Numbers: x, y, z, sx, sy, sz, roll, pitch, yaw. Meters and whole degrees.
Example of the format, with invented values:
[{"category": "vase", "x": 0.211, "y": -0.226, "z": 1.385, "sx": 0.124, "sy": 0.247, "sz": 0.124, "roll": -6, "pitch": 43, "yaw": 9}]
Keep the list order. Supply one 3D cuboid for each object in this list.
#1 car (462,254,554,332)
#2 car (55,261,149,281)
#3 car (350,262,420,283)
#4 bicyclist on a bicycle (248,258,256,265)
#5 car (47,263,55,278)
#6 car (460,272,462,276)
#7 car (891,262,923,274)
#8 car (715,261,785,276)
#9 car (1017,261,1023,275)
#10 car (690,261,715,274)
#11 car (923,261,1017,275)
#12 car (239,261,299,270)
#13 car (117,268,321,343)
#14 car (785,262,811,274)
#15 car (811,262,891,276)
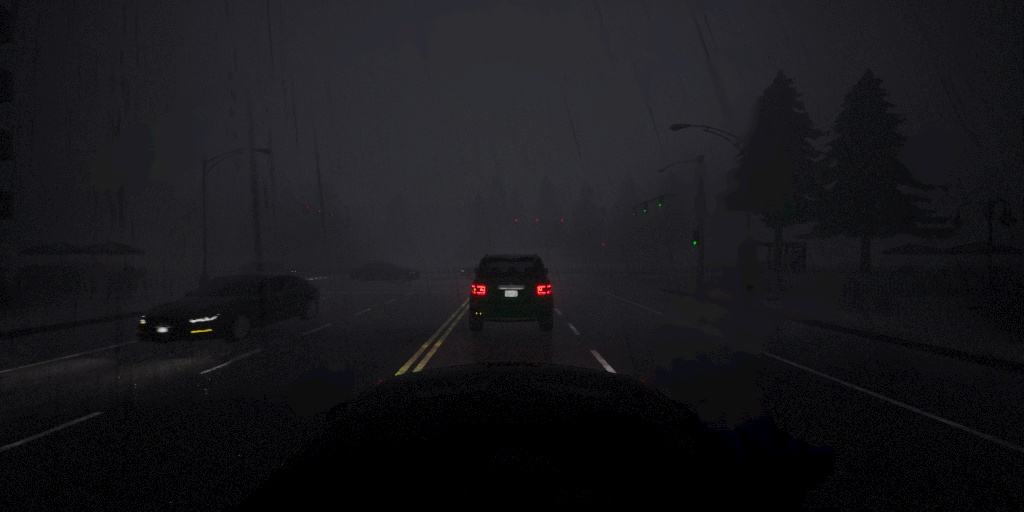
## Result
[{"category": "car", "x": -0.018, "y": 0.971, "z": 11.060, "sx": 2.150, "sy": 2.045, "sz": 5.566, "roll": 0, "pitch": 0, "yaw": 0}, {"category": "car", "x": -30.412, "y": 1.172, "z": 26.978, "sx": 5.008, "sy": 1.535, "sz": 1.882, "roll": 0, "pitch": 0, "yaw": -2}, {"category": "car", "x": -9.589, "y": 1.207, "z": 27.261, "sx": 5.008, "sy": 1.535, "sz": 1.882, "roll": 0, "pitch": 0, "yaw": -1}, {"category": "bicyclist on a bicycle", "x": -30.088, "y": 0.995, "z": 41.582, "sx": 0.582, "sy": 1.620, "sz": 1.656, "roll": 0, "pitch": 0, "yaw": 0}, {"category": "car", "x": -36.337, "y": 1.199, "z": 30.195, "sx": 4.892, "sy": 1.490, "sz": 1.837, "roll": 0, "pitch": 0, "yaw": -5}, {"category": "car", "x": -1.707, "y": 1.268, "z": 30.830, "sx": 5.357, "sy": 1.411, "sz": 2.033, "roll": 0, "pitch": 0, "yaw": -1}, {"category": "car", "x": 40.840, "y": 1.295, "z": 37.569, "sx": 4.718, "sy": 1.301, "sz": 1.895, "roll": 0, "pitch": 0, "yaw": 9}, {"category": "car", "x": 22.954, "y": 1.186, "z": 34.707, "sx": 4.902, "sy": 1.511, "sz": 2.128, "roll": 0, "pitch": 0, "yaw": 0}, {"category": "car", "x": 50.839, "y": 1.200, "z": 34.913, "sx": 4.892, "sy": 1.490, "sz": 1.837, "roll": 0, "pitch": 0, "yaw": 22}, {"category": "car", "x": 21.507, "y": 1.220, "z": 38.202, "sx": 4.674, "sy": 1.442, "sz": 1.812, "roll": 0, "pitch": 0, "yaw": 0}, {"category": "car", "x": 42.817, "y": 1.186, "z": 33.635, "sx": 4.902, "sy": 1.511, "sz": 2.128, "roll": 0, "pitch": 0, "yaw": 13}, {"category": "car", "x": -20.551, "y": 1.200, "z": 30.655, "sx": 4.892, "sy": 1.490, "sz": 1.837, "roll": 0, "pitch": 0, "yaw": -1}, {"category": "car", "x": -7.133, "y": 1.254, "z": 9.735, "sx": 1.837, "sy": 1.490, "sz": 4.892, "roll": 0, "pitch": 0, "yaw": 0}, {"category": "car", "x": 30.612, "y": 1.295, "z": 38.206, "sx": 4.718, "sy": 1.301, "sz": 1.895, "roll": 0, "pitch": 0, "yaw": 1}, {"category": "car", "x": 32.705, "y": 1.242, "z": 34.701, "sx": 5.357, "sy": 1.411, "sz": 2.033, "roll": 0, "pitch": 0, "yaw": 1}]
